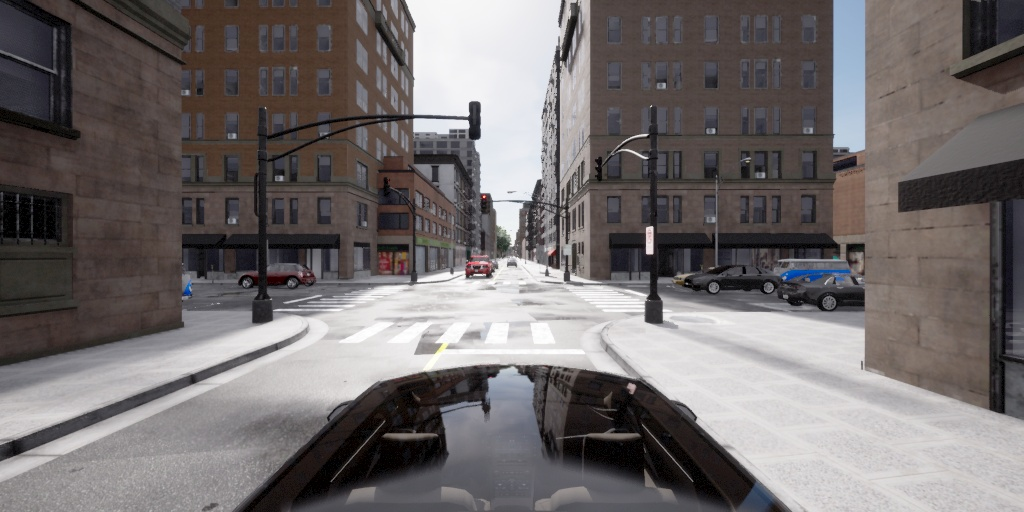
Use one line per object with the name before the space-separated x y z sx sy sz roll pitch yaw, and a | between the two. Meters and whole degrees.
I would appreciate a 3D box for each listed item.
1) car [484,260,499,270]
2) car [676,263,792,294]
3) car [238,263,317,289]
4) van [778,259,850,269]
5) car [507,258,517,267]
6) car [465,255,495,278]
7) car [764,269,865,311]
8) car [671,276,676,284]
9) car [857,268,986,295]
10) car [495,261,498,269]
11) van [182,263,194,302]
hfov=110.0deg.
car | -3.092 1.288 54.089 1.994 1.385 4.181 0 0 1
car | 11.926 1.248 19.494 4.892 1.490 1.837 0 0 -1
car | -14.605 1.172 22.323 4.097 1.591 1.967 0 0 1
van | 18.258 1.080 21.986 3.998 1.789 1.690 0 0 1
car | -0.008 1.260 63.799 2.033 1.411 5.357 0 0 0
car | -3.102 0.962 34.259 2.150 2.045 5.566 0 0 0
car | 12.520 1.305 13.519 4.403 1.370 2.007 0 0 1
car | 12.419 1.264 22.046 4.829 1.417 1.751 0 0 1
car | 21.959 1.345 19.378 4.718 1.301 1.895 0 0 1
car | -3.106 1.259 44.096 1.812 1.442 4.674 0 0 0
van | -14.675 1.090 13.798 3.998 1.789 1.690 0 0 1
